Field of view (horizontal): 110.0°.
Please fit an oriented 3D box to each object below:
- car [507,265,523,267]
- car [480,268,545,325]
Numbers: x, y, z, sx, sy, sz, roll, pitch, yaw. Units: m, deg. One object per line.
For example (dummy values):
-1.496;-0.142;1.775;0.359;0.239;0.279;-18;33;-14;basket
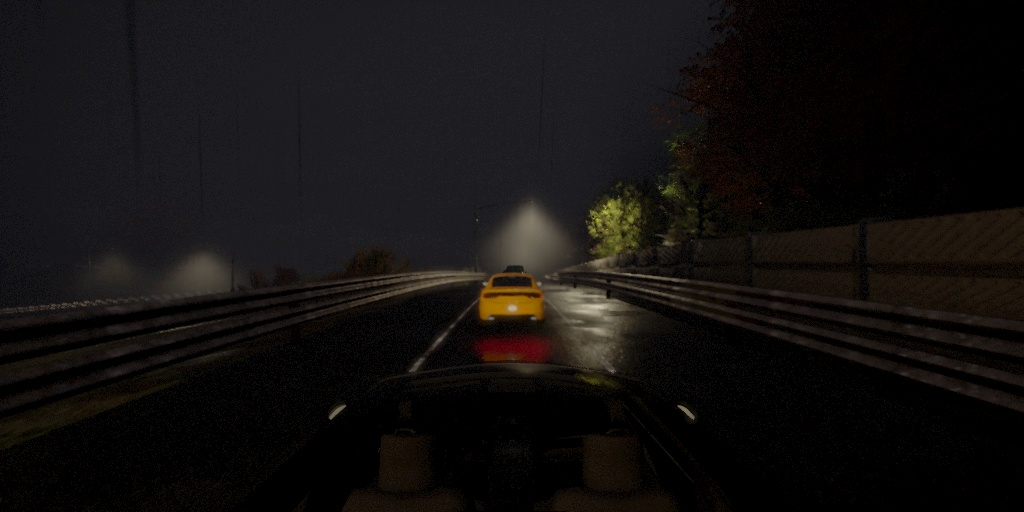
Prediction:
0.369;2.032;37.095;2.150;2.045;5.566;0;-3;2;car
0.010;1.303;12.057;1.882;1.535;5.008;0;-1;0;car
